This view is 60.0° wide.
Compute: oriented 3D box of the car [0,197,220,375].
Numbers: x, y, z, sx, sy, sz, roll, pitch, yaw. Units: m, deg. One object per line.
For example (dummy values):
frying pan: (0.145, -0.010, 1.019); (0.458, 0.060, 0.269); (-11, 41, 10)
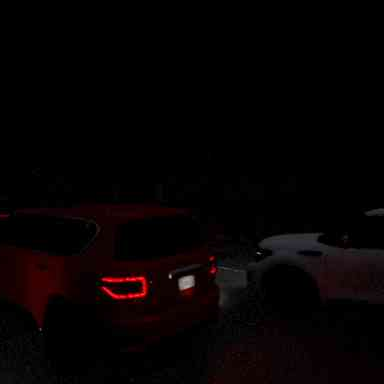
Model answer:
car: (-2.129, 1.224, 5.882); (5.566, 2.045, 2.150); (0, 0, 40)

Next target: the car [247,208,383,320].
car: (3.742, 1.241, 5.701); (5.566, 2.045, 2.150); (0, 0, 36)

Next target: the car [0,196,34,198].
car: (-9.960, 1.216, 18.272); (2.150, 2.045, 5.566); (0, 0, -42)
